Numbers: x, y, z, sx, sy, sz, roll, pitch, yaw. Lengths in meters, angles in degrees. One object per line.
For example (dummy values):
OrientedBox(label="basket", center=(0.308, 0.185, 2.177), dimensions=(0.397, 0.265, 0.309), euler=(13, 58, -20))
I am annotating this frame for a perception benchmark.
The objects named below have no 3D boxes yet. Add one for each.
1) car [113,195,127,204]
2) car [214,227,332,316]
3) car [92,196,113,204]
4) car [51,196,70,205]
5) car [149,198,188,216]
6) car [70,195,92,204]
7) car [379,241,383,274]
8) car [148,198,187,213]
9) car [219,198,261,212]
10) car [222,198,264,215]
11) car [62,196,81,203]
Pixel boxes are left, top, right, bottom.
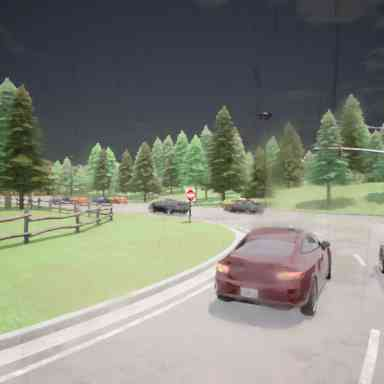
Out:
OrientedBox(label="car", center=(-14.221, 1.355, 63.251), dimensions=(2.097, 1.767, 4.553), euler=(0, 0, -40))
OrientedBox(label="car", center=(2.047, 1.526, 7.612), dimensions=(1.812, 1.442, 4.674), euler=(0, 0, 28))
OrientedBox(label="car", center=(-16.886, 1.529, 60.970), dimensions=(1.812, 1.442, 4.674), euler=(0, 0, -40))
OrientedBox(label="car", center=(-23.392, 1.528, 57.841), dimensions=(1.812, 1.442, 4.674), euler=(0, 0, -40))
OrientedBox(label="car", center=(-2.408, 1.494, 32.986), dimensions=(2.128, 1.511, 4.902), euler=(0, 0, -40))
OrientedBox(label="car", center=(-20.362, 1.354, 59.673), dimensions=(2.097, 1.767, 4.553), euler=(0, 0, -40))
OrientedBox(label="car", center=(5.354, 1.548, 7.300), dimensions=(2.033, 1.411, 5.357), euler=(0, 0, 24))
OrientedBox(label="car", center=(-2.907, 1.493, 39.001), dimensions=(2.128, 1.511, 4.902), euler=(0, 0, -40))
OrientedBox(label="car", center=(5.680, 1.479, 39.682), dimensions=(1.882, 1.535, 5.008), euler=(0, 0, -40))
OrientedBox(label="car", center=(5.427, 1.566, 34.557), dimensions=(1.994, 1.385, 4.181), euler=(0, 0, -40))
OrientedBox(label="car", center=(-25.872, 1.543, 71.471), dimensions=(2.033, 1.411, 5.357), euler=(0, 0, -40))
